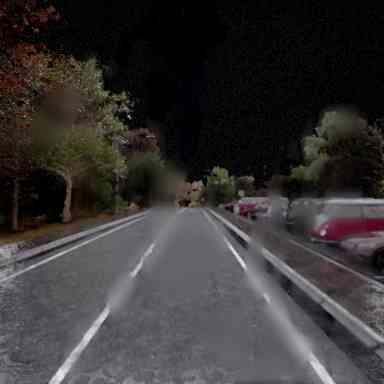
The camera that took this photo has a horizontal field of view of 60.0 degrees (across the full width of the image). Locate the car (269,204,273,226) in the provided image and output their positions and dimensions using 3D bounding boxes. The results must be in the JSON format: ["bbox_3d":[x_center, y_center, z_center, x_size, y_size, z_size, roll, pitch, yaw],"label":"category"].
[{"bbox_3d":[7.100,1.567,18.624,4.792,1.488,2.163,0,0,0],"label":"car"}]

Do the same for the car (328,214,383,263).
[{"bbox_3d":[7.058,1.544,10.322,4.674,1.452,2.002,0,0,0],"label":"car"}]

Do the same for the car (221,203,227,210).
[{"bbox_3d":[7.090,1.700,43.617,5.566,2.045,2.435,0,-1,0],"label":"car"}]

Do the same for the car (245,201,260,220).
[{"bbox_3d":[7.057,1.705,26.959,4.792,1.488,2.163,0,-1,0],"label":"car"}]

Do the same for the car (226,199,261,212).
[{"bbox_3d":[7.155,1.875,46.386,4.553,1.767,2.185,0,-1,0],"label":"car"}]

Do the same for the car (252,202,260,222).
[{"bbox_3d":[7.084,1.670,24.181,4.674,1.452,2.002,0,-1,0],"label":"car"}]

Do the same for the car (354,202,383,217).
[{"bbox_3d":[20.177,1.811,35.194,5.008,1.535,2.097,0,-1,0],"label":"car"}]

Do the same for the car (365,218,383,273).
[{"bbox_3d":[7.045,1.503,7.546,5.008,1.535,2.097,0,0,0],"label":"car"}]

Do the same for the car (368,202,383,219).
[{"bbox_3d":[20.172,1.763,32.298,5.008,1.535,2.097,0,-1,0],"label":"car"}]

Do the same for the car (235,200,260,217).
[{"bbox_3d":[7.103,1.767,32.509,5.008,1.535,2.097,0,-1,0],"label":"car"}]

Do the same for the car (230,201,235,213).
[{"bbox_3d":[7.110,1.900,38.061,4.674,1.452,2.002,0,-1,0],"label":"car"}]

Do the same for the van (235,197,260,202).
[{"bbox_3d":[7.219,1.588,35.289,4.442,1.987,1.878,0,-1,0],"label":"van"}]

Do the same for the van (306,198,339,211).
[{"bbox_3d":[20.331,1.885,51.809,4.442,1.987,1.878,0,-1,0],"label":"van"}]

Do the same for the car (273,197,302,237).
[{"bbox_3d":[7.094,1.256,15.874,5.566,2.045,2.435,0,0,0],"label":"car"}]

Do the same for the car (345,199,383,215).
[{"bbox_3d":[20.156,1.729,37.841,4.553,1.767,2.185,0,-1,0],"label":"car"}]

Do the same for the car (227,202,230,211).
[{"bbox_3d":[7.142,1.935,40.836,4.792,1.488,2.163,0,-1,0],"label":"car"}]

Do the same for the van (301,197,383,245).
[{"bbox_3d":[6.944,1.280,13.098,4.442,1.987,1.878,0,0,0],"label":"van"}]

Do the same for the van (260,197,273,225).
[{"bbox_3d":[6.960,1.358,21.410,4.442,1.987,1.878,0,-1,0],"label":"van"}]

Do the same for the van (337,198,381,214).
[{"bbox_3d":[20.309,1.675,40.611,4.442,1.987,1.878,0,-1,0],"label":"van"}]
